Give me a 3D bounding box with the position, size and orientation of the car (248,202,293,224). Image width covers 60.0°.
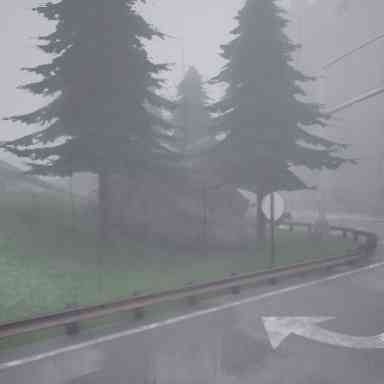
[{"bbox_3d":[4.642,1.475,24.164,2.033,1.411,5.357,0,0,-36],"label":"car"}]
